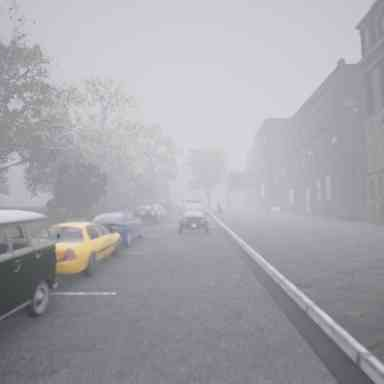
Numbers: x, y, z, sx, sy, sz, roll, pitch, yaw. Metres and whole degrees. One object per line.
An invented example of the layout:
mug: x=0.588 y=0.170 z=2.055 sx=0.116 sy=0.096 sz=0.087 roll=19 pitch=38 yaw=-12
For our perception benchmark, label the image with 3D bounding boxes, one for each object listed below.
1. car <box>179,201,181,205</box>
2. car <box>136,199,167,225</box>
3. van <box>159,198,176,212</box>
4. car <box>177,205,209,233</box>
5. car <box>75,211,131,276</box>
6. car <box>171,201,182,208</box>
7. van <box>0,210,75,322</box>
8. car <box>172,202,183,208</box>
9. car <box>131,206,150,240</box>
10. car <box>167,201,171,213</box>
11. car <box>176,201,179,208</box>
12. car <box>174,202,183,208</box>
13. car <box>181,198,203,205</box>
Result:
car: x=-3.589 y=2.588 z=66.260 sx=2.163 sy=1.488 sz=4.792 roll=1 pitch=-2 yaw=2
car: x=-3.636 y=1.683 z=27.250 sx=2.185 sy=1.767 sz=4.553 roll=0 pitch=-1 yaw=2
van: x=-3.619 y=1.792 z=44.110 sx=1.878 sy=1.987 sz=4.442 roll=0 pitch=-1 yaw=2
car: x=0.114 y=1.782 z=21.441 sx=1.812 sy=1.442 sz=4.674 roll=0 pitch=-1 yaw=0
car: x=-3.638 y=1.604 z=10.755 sx=1.946 sy=1.575 sz=5.366 roll=0 pitch=-1 yaw=2
car: x=-3.584 y=2.997 z=77.361 sx=2.097 sy=1.535 sz=5.008 roll=1 pitch=-2 yaw=2
van: x=-3.646 y=1.315 z=5.120 sx=1.878 sy=1.987 sz=4.442 roll=0 pitch=-1 yaw=2
car: x=-3.587 y=3.216 z=82.918 sx=2.097 sy=1.535 sz=5.008 roll=0 pitch=-2 yaw=2
car: x=-3.642 y=1.672 z=16.134 sx=2.097 sy=1.535 sz=5.008 roll=0 pitch=-1 yaw=2
car: x=-3.630 y=1.918 z=32.847 sx=2.002 sy=1.452 sz=4.674 roll=0 pitch=-1 yaw=2
car: x=-3.620 y=1.959 z=49.531 sx=2.185 sy=1.767 sz=4.553 roll=0 pitch=-1 yaw=2
car: x=-3.586 y=3.467 z=88.519 sx=2.163 sy=1.488 sz=4.792 roll=0 pitch=-2 yaw=2
car: x=0.126 y=1.703 z=39.442 sx=2.150 sy=2.045 sz=5.566 roll=0 pitch=0 yaw=0
